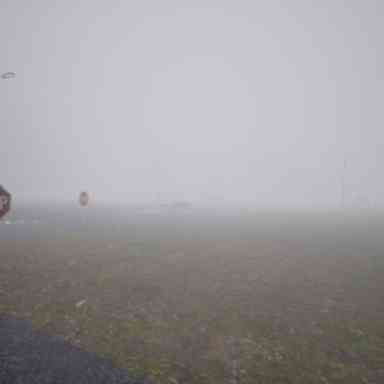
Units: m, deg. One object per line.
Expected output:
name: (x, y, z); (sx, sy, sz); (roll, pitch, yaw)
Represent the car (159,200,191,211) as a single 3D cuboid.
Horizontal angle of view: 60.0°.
car: (-2.161, 1.667, 42.914); (1.895, 1.301, 4.718); (2, 1, 36)
